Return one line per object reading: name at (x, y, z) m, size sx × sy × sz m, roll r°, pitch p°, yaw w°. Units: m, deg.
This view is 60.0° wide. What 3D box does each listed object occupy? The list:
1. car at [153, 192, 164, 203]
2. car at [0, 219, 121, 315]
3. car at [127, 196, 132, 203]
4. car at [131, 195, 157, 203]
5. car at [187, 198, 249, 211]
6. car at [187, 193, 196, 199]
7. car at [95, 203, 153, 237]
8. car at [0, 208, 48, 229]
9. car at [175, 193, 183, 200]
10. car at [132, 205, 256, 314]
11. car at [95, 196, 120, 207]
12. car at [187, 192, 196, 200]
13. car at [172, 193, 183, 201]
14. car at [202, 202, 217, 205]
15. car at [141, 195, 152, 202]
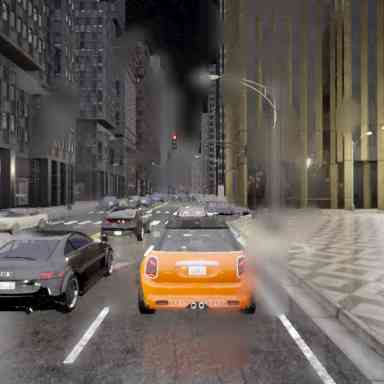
car at (-6.614, 1.087, 64.273) m, size 2.150 × 2.045 × 5.566 m, roll 0°, pitch 0°, yaw 0°
car at (-3.164, 1.562, 7.667) m, size 1.994 × 1.385 × 4.181 m, roll 0°, pitch 0°, yaw 0°
car at (-9.893, 1.380, 56.803) m, size 2.128 × 1.511 × 4.902 m, roll 0°, pitch 0°, yaw 0°
car at (-6.646, 1.472, 46.597) m, size 2.033 × 1.411 × 5.357 m, roll 0°, pitch 0°, yaw 0°
car at (2.319, 1.501, 28.876) m, size 5.357 × 1.411 × 2.033 m, roll -1°, pitch 0°, yaw 7°
car at (-0.077, 1.345, 74.313) m, size 1.812 × 1.442 × 4.674 m, roll 0°, pitch 0°, yaw 0°
car at (-3.165, 1.494, 16.563) m, size 1.837 × 1.490 × 4.892 m, roll 0°, pitch 0°, yaw 0°
car at (-9.870, 1.588, 18.457) m, size 1.895 × 1.301 × 4.718 m, roll 0°, pitch 0°, yaw 0°
car at (-3.338, 1.126, 84.315) m, size 1.837 × 1.490 × 4.892 m, roll 0°, pitch 0°, yaw 0°
car at (0.096, 1.350, 7.764) m, size 2.097 × 1.767 × 4.553 m, roll 0°, pitch 0°, yaw 0°
car at (-9.890, 1.298, 39.381) m, size 2.097 × 1.767 × 4.553 m, roll 0°, pitch 0°, yaw 0°
car at (-0.088, 0.982, 84.287) m, size 2.097 × 1.767 × 4.553 m, roll 0°, pitch 0°, yaw 0°
car at (-3.327, 1.176, 74.279) m, size 2.097 × 1.767 × 4.553 m, roll 0°, pitch 0°, yaw 0°
car at (0.015, 1.480, 16.770) m, size 2.128 × 1.511 × 4.902 m, roll 0°, pitch 0°, yaw 1°
car at (-9.826, 1.336, 72.185) m, size 1.837 × 1.490 × 4.892 m, roll 0°, pitch 0°, yaw 0°
